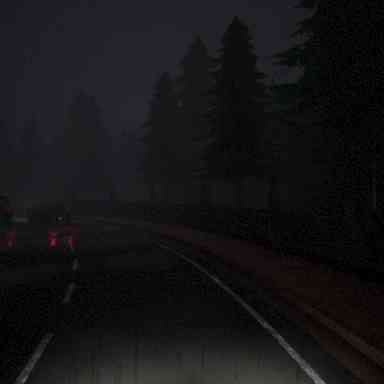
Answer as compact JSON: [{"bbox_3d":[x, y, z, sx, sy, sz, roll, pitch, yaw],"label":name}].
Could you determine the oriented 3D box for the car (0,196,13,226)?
[{"bbox_3d":[-14.375,1.291,23.202,5.566,2.045,2.150,-2,-1,44],"label":"car"}]

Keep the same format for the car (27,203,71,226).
[{"bbox_3d":[-10.297,1.538,23.812,2.128,1.511,4.902,0,0,-41],"label":"car"}]
